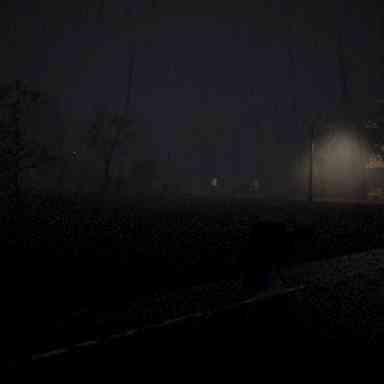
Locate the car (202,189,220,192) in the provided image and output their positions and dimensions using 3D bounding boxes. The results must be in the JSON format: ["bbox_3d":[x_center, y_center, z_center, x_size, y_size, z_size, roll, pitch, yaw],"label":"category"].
[{"bbox_3d":[4.328,-0.665,75.706,1.882,1.535,5.008,0,2,-36],"label":"car"}]

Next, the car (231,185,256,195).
[{"bbox_3d":[10.415,-0.480,67.274,2.150,2.045,5.566,0,2,-36],"label":"car"}]
